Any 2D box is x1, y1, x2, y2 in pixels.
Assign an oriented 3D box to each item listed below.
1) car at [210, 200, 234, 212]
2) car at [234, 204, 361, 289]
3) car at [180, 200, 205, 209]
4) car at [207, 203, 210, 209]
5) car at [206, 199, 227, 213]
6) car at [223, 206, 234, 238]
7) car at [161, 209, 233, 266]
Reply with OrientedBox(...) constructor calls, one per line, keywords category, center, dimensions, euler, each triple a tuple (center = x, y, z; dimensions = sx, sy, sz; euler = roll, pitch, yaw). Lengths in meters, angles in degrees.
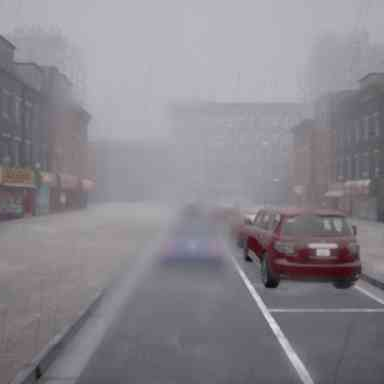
OrientedBox(category="car", center=(2.644, 1.526, 25.617), dimensions=(1.887, 1.381, 4.507), euler=(0, 0, 0))
OrientedBox(category="car", center=(2.647, 1.305, 9.105), dimensions=(2.192, 1.841, 5.009), euler=(0, 0, 0))
OrientedBox(category="car", center=(0.042, 1.486, 28.581), dimensions=(1.837, 1.490, 4.892), euler=(0, 0, 1))
OrientedBox(category="car", center=(2.645, 1.419, 31.120), dimensions=(1.967, 1.590, 4.097), euler=(0, 0, 0))
OrientedBox(category="car", center=(2.644, 1.529, 36.624), dimensions=(2.008, 1.369, 4.403), euler=(0, 0, 0))
OrientedBox(category="car", center=(2.645, 1.531, 14.610), dimensions=(1.887, 1.381, 4.507), euler=(0, 0, 0))
OrientedBox(category="car", center=(0.020, 1.536, 11.411), dimensions=(2.033, 1.411, 5.357), euler=(0, 0, 0))
